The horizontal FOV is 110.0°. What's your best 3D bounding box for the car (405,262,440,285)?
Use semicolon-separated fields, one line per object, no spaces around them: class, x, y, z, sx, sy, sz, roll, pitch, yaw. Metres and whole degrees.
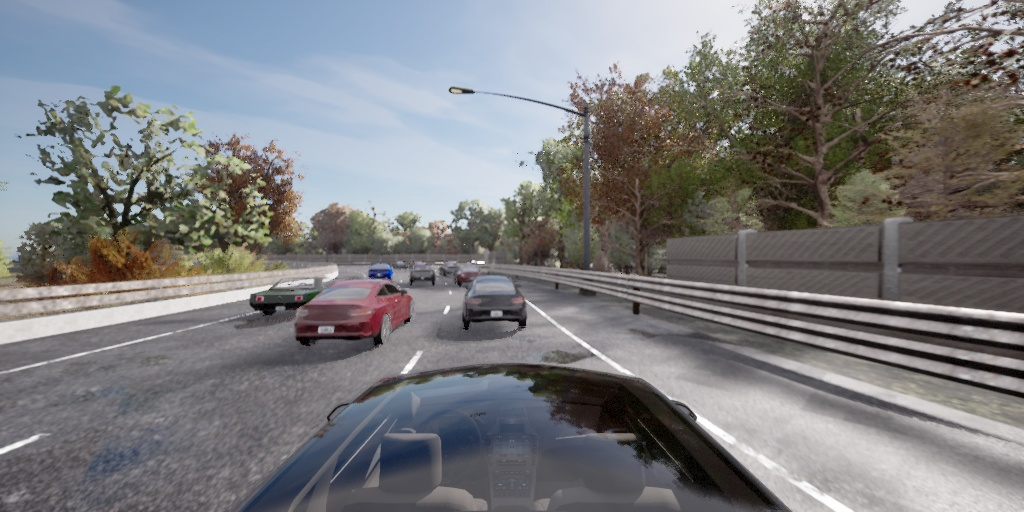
car;-7.160;1.438;28.593;2.128;1.511;4.902;0;0;-14

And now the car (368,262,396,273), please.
car;-11.921;1.457;32.642;1.882;1.535;5.008;0;0;-16

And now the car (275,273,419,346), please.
car;-3.896;1.334;9.490;1.812;1.442;4.674;0;0;-4

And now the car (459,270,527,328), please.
car;-0.628;1.346;11.577;1.812;1.442;4.674;0;0;-6

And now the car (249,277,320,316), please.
car;-7.836;1.444;13.950;1.895;1.301;4.718;0;0;-7

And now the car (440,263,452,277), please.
car;-6.997;1.519;39.838;2.128;1.511;4.902;0;0;-19

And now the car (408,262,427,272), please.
car;-15.037;1.679;56.858;1.812;1.442;4.674;0;-1;-30

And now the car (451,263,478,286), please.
car;-3.369;1.460;27.364;1.812;1.442;4.674;0;0;-14
